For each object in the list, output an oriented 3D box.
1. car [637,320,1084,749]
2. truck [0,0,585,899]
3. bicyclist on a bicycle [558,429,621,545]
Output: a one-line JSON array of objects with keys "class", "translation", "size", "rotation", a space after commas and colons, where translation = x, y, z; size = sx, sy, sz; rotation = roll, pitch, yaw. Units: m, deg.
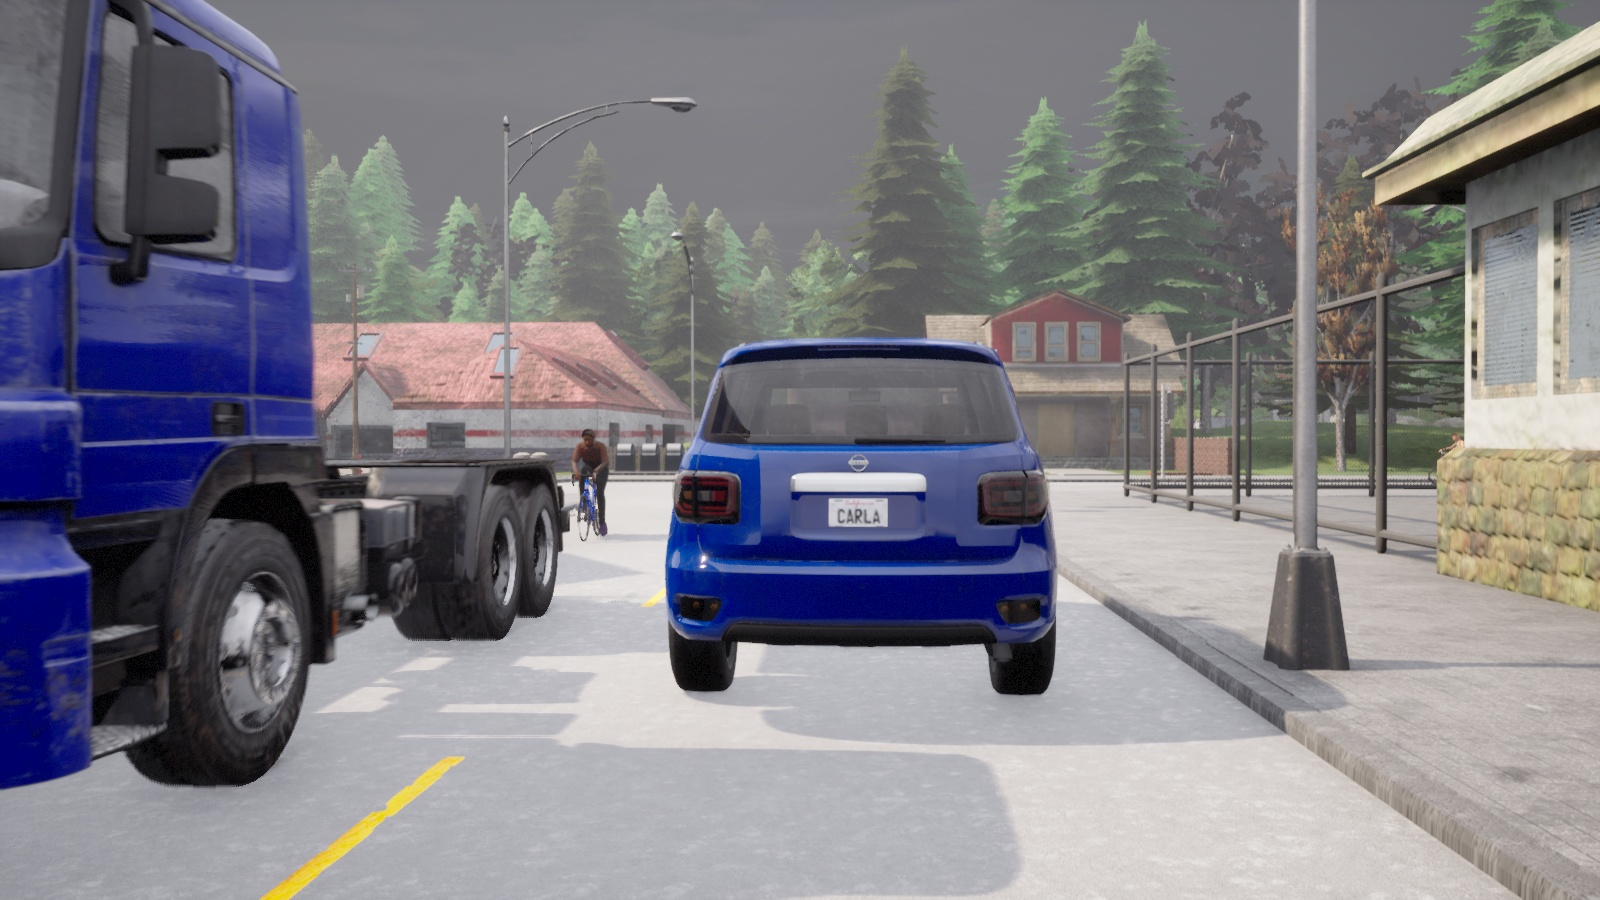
[{"class": "car", "translation": [0.447, 0.374, 8.831], "size": [2.150, 2.045, 5.566], "rotation": [0, 1, 3]}, {"class": "truck", "translation": [-3.607, -0.314, 7.717], "size": [2.891, 3.462, 7.936], "rotation": [0, 0, 3]}, {"class": "bicyclist on a bicycle", "translation": [-3.073, 0.509, 18.452], "size": [0.582, 1.620, 1.656], "rotation": [0, 1, 3]}]
